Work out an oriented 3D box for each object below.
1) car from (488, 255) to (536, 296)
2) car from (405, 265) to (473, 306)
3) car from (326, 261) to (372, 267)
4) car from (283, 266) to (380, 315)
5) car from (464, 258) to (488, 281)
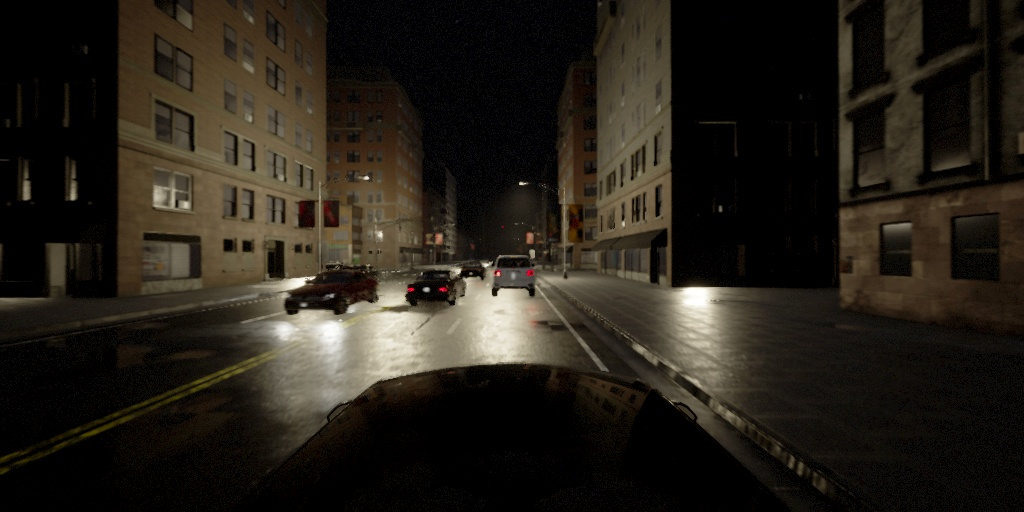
[{"bbox_3d":[0.063,0.966,19.295,2.150,2.045,5.566,0,0,0],"label":"car"},{"bbox_3d":[-3.179,1.298,15.848,2.033,1.411,5.357,0,0,0],"label":"car"},{"bbox_3d":[-9.878,1.267,22.590,1.837,1.490,4.892,0,-1,0],"label":"car"},{"bbox_3d":[-6.622,1.283,13.728,1.812,1.442,4.674,0,0,0],"label":"car"},{"bbox_3d":[-3.212,1.223,30.534,1.882,1.535,5.008,0,0,0],"label":"car"}]
